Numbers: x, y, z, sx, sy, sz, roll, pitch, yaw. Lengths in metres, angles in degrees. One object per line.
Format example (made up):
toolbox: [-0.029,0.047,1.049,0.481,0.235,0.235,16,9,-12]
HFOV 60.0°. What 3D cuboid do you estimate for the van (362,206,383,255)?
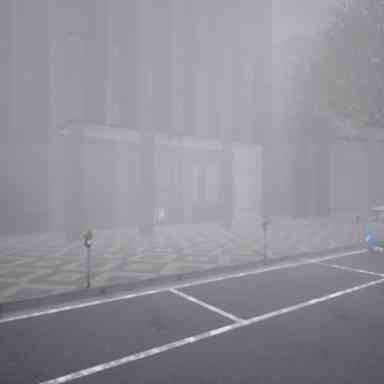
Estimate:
van: [7.942,1.397,12.314,3.998,1.788,1.690,0,0,-36]
